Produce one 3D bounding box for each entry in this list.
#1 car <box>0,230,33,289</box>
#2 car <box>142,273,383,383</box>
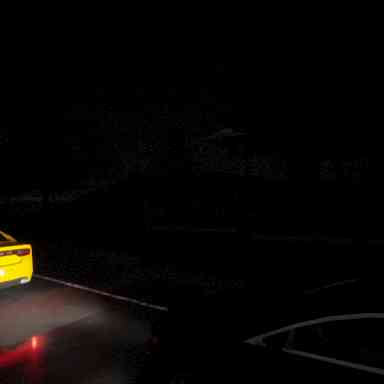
[{"bbox_3d":[-5.867,1.468,8.023,5.008,1.535,1.882,0,0,35],"label":"car"},{"bbox_3d":[1.732,1.492,2.772,4.902,1.511,2.128,0,0,35],"label":"car"}]
